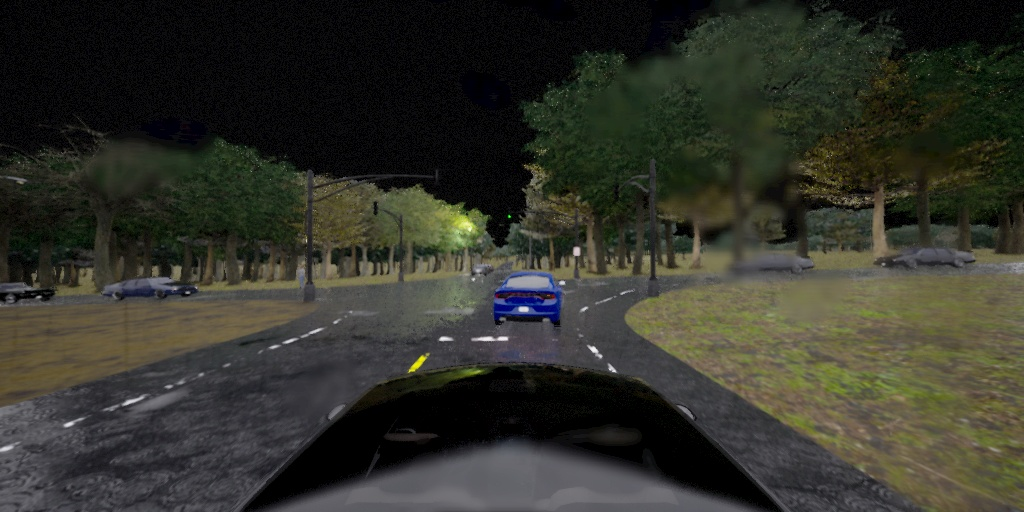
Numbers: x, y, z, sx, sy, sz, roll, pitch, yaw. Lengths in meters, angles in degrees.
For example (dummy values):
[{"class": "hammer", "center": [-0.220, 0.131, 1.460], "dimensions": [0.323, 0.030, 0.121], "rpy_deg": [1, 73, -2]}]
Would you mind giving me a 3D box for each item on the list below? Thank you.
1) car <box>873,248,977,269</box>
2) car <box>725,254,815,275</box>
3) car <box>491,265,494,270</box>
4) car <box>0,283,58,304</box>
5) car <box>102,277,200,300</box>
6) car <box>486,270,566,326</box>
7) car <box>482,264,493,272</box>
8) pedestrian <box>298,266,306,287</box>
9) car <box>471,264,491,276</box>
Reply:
[{"class": "car", "center": [28.866, 0.158, 25.145], "dimensions": [5.357, 1.411, 2.033], "rpy_deg": [-2, -1, 2]}, {"class": "car", "center": [18.278, 0.577, 25.546], "dimensions": [5.357, 1.411, 2.033], "rpy_deg": [-2, -1, 2]}, {"class": "car", "center": [-4.338, 1.939, 55.458], "dimensions": [2.128, 1.511, 4.902], "rpy_deg": [0, -1, -1]}, {"class": "car", "center": [-33.515, 2.474, 23.855], "dimensions": [4.718, 1.301, 1.895], "rpy_deg": [-2, -1, 2]}, {"class": "car", "center": [-23.591, 2.083, 23.478], "dimensions": [5.357, 1.411, 2.033], "rpy_deg": [-2, -1, 6]}, {"class": "car", "center": [0.706, 1.252, 11.847], "dimensions": [1.882, 1.535, 5.008], "rpy_deg": [0, 0, 9]}, {"class": "car", "center": [-4.481, 2.182, 65.162], "dimensions": [1.812, 1.442, 4.674], "rpy_deg": [0, -1, -1]}, {"class": "pedestrian", "center": [-18.067, 1.729, 30.836], "dimensions": [0.375, 1.860, 0.375], "rpy_deg": [0, 1, 2]}, {"class": "car", "center": [-4.159, 1.754, 46.072], "dimensions": [2.128, 1.511, 4.902], "rpy_deg": [0, -1, -1]}]
